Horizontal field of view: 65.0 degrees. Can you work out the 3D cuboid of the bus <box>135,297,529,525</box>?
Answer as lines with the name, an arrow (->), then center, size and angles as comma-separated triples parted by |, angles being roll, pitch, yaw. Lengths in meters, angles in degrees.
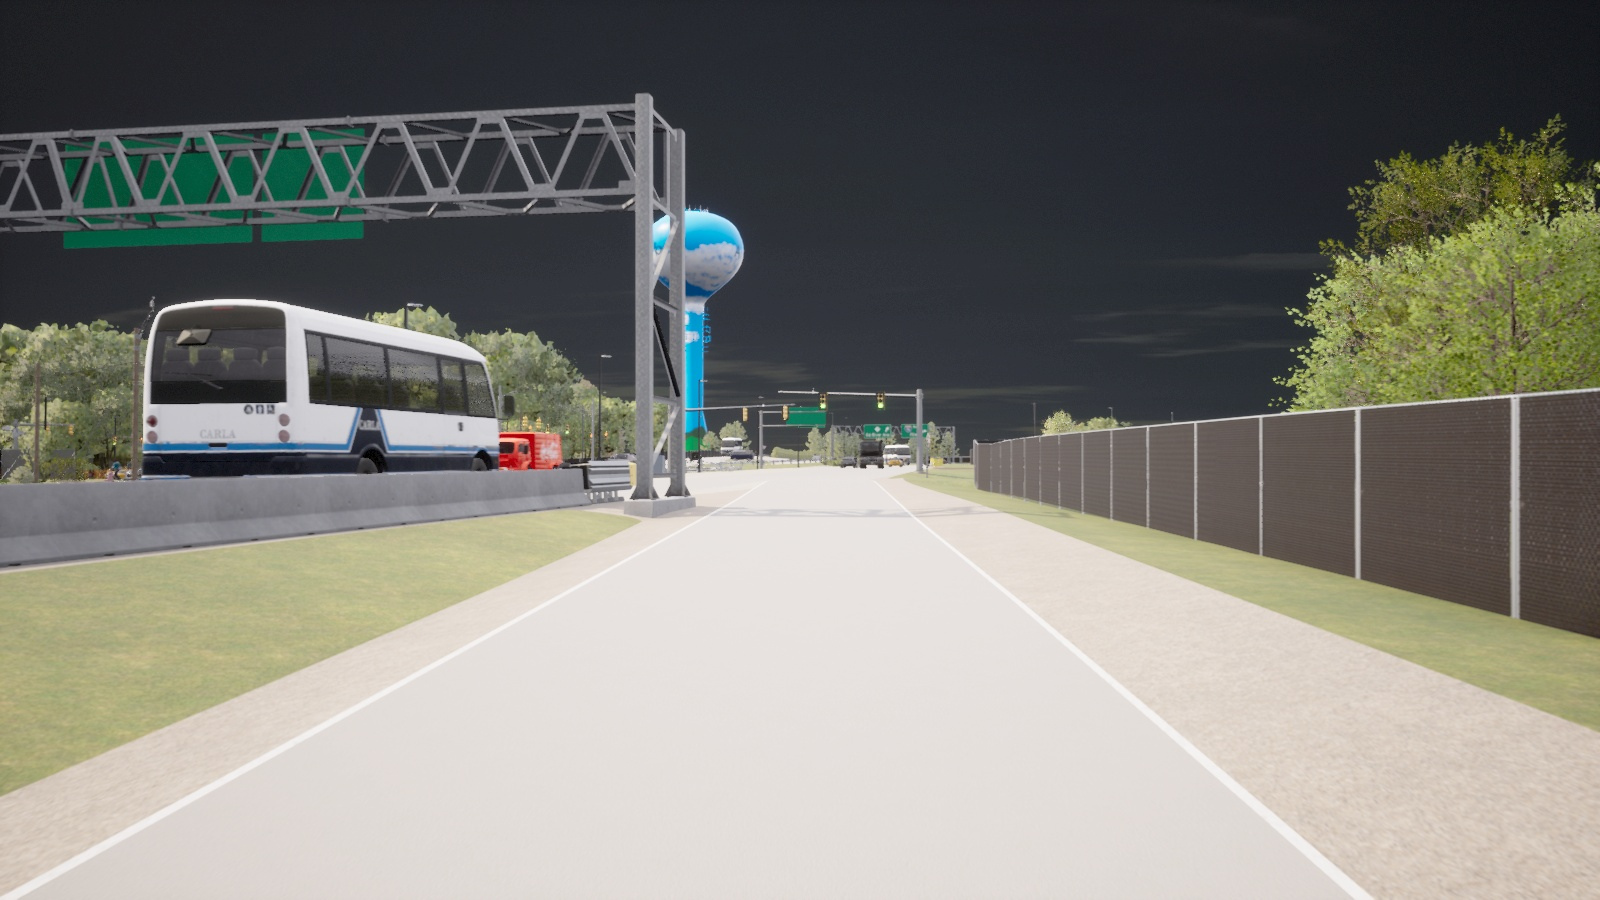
bus -> -9.977, -0.688, 28.791 | 3.944, 4.253, 10.273 | 0, 0, 9

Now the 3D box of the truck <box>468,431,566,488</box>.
truck -> -12.735, 0.415, 56.890 | 2.627, 2.467, 5.204 | 0, 0, 9

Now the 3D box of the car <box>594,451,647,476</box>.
car -> -12.025, 0.883, 84.511 | 2.152, 1.651, 5.027 | 0, 0, 9
